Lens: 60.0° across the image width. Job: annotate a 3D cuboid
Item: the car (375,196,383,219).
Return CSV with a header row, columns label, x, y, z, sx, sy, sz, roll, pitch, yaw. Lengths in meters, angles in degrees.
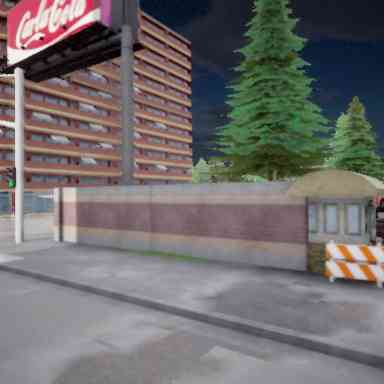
label,x,y,z,sx,sy,sz,roll,pitch,yaw
car,11.021,1.156,16.382,3.866,1.878,1.905,-1,0,35
